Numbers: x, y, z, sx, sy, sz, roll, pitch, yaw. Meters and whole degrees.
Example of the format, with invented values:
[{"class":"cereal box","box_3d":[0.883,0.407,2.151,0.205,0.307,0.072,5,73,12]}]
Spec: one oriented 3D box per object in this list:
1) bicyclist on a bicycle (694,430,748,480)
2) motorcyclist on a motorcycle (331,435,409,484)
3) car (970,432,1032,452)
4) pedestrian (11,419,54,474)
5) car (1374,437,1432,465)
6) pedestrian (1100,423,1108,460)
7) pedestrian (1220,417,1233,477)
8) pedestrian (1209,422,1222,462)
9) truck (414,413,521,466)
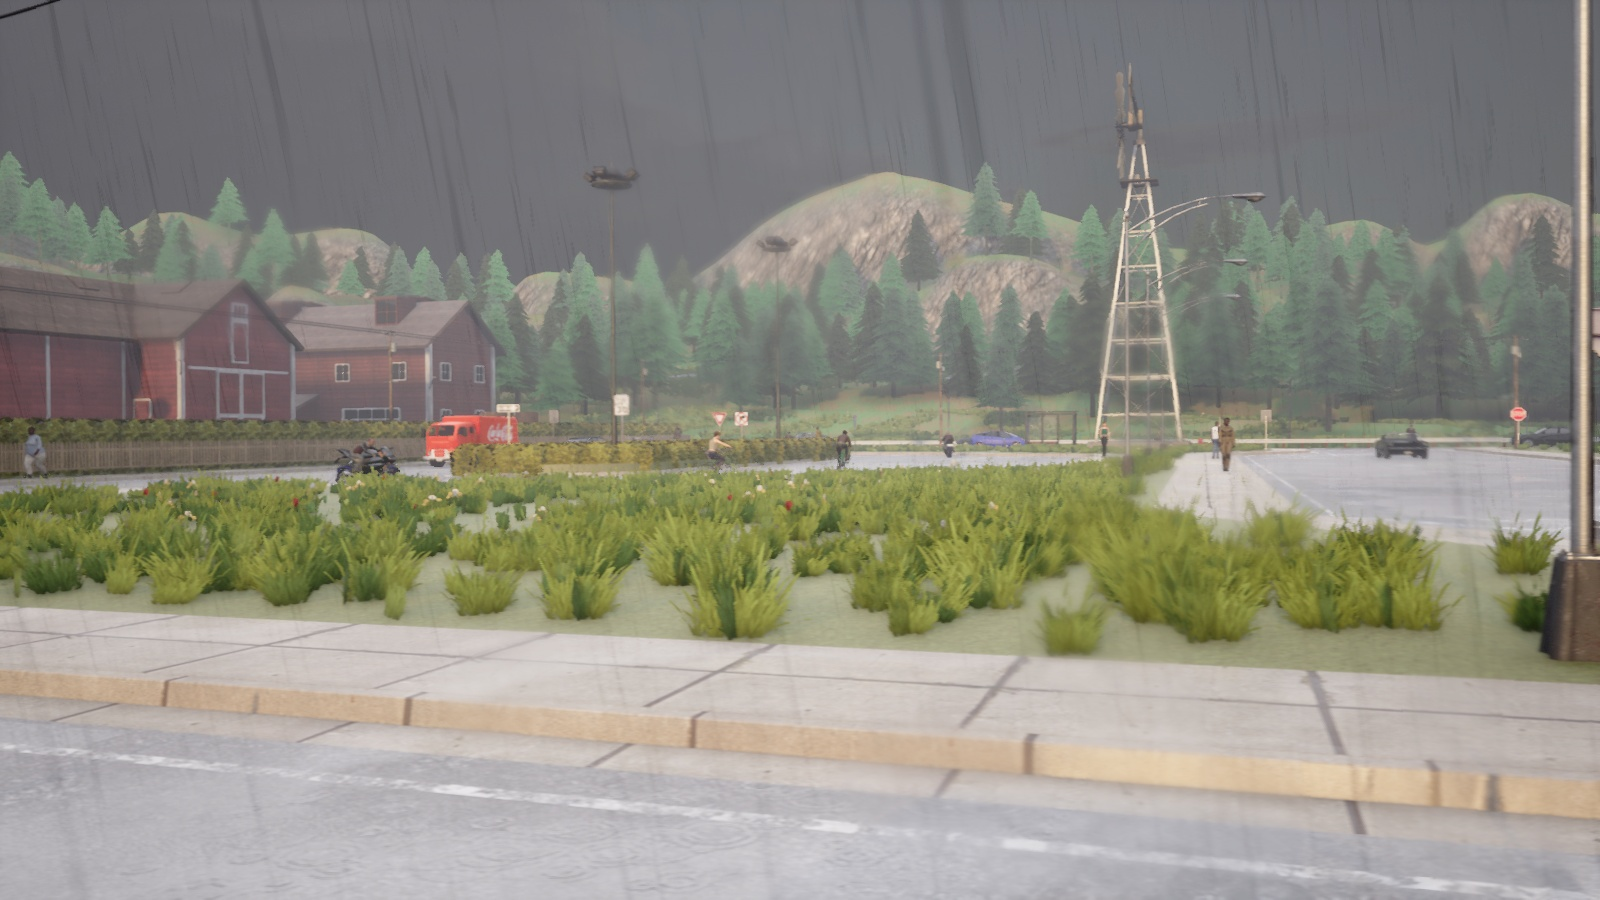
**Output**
[{"class":"bicyclist on a bicycle","box_3d":[-2.617,0.161,41.675,1.509,1.612,0.866,-1,-1,-38]},{"class":"motorcyclist on a motorcycle","box_3d":[-13.715,0.290,40.069,2.191,1.530,0.866,0,1,8]},{"class":"car","box_3d":[15.565,-0.647,97.201,4.514,1.525,2.007,0,1,19]},{"class":"pedestrian","box_3d":[-26.103,-0.121,42.712,0.874,1.855,0.900,0,1,14]},{"class":"car","box_3d":[29.286,0.023,61.131,1.895,1.301,4.718,0,1,18]},{"class":"pedestrian","box_3d":[15.265,-0.441,63.027,0.345,1.836,0.594,0,1,19]},{"class":"pedestrian","box_3d":[13.835,-0.116,40.748,0.396,1.930,0.692,0,1,17]},{"class":"pedestrian","box_3d":[19.352,-0.378,58.484,0.354,1.836,0.706,1,1,36]},{"class":"truck","box_3d":[-16.127,-0.538,61.217,2.627,2.467,5.204,0,1,19]}]
